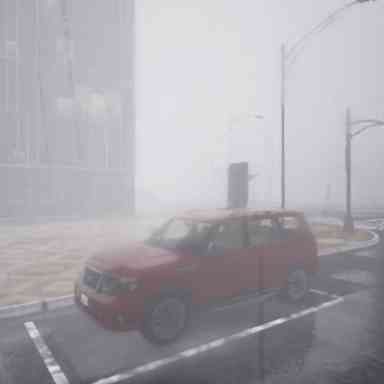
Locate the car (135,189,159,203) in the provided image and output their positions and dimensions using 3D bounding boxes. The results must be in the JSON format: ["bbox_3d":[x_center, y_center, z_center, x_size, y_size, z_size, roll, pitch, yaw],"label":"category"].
[{"bbox_3d":[-7.044,0.542,49.586,2.150,2.045,5.566,0,1,-36],"label":"car"}]

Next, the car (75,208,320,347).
[{"bbox_3d":[0.426,1.290,6.486,5.009,1.841,2.192,0,0,-35],"label":"car"}]
